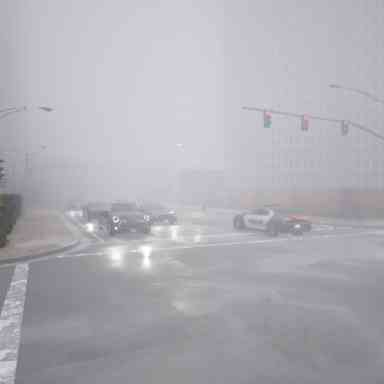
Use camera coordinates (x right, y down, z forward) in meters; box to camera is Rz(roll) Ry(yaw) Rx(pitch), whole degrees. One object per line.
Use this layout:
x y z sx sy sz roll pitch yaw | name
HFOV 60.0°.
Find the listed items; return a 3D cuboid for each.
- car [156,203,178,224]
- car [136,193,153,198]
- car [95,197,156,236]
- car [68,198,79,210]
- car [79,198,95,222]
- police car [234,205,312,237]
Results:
-2.836 1.547 24.768 2.033 1.411 5.357 0 0 -25 | car
-7.715 1.221 52.367 2.150 2.045 5.566 0 0 -24 | car
-3.863 1.352 18.632 2.097 1.767 4.553 0 0 -25 | car
-14.870 1.492 42.680 2.128 1.511 4.902 0 0 -24 | car
-7.721 1.478 27.011 1.882 1.535 5.008 0 0 -25 | car
4.108 1.509 18.306 2.038 1.542 4.974 0 0 -25 | police car
